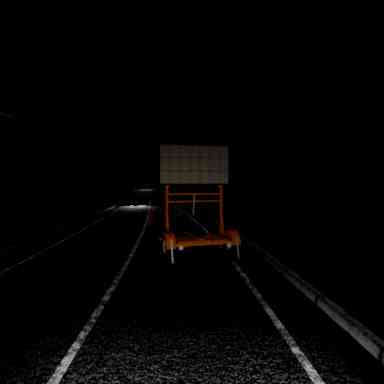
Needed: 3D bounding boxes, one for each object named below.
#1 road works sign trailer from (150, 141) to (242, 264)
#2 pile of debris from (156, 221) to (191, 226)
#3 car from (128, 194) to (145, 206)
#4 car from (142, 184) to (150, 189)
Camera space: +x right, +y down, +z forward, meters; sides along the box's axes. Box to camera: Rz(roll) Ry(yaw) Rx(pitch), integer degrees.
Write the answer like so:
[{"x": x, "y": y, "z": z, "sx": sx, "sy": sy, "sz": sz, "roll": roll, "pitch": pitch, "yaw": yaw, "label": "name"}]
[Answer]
[{"x": 0.036, "y": 0.174, "z": 10.845, "sx": 2.380, "sy": 3.560, "sz": 2.880, "roll": -1, "pitch": 1, "yaw": -16, "label": "road works sign trailer"}, {"x": -1.073, "y": 1.743, "z": 18.463, "sx": 1.860, "sy": 0.140, "sz": 1.500, "roll": 0, "pitch": 1, "yaw": -5, "label": "pile of debris"}, {"x": -6.871, "y": 0.996, "z": 41.613, "sx": 1.994, "sy": 1.385, "sz": 4.181, "roll": 0, "pitch": 1, "yaw": -7, "label": "car"}, {"x": -12.446, "y": -1.557, "z": 90.110, "sx": 1.812, "sy": 1.442, "sz": 4.674, "roll": 0, "pitch": 3, "yaw": -7, "label": "car"}]
